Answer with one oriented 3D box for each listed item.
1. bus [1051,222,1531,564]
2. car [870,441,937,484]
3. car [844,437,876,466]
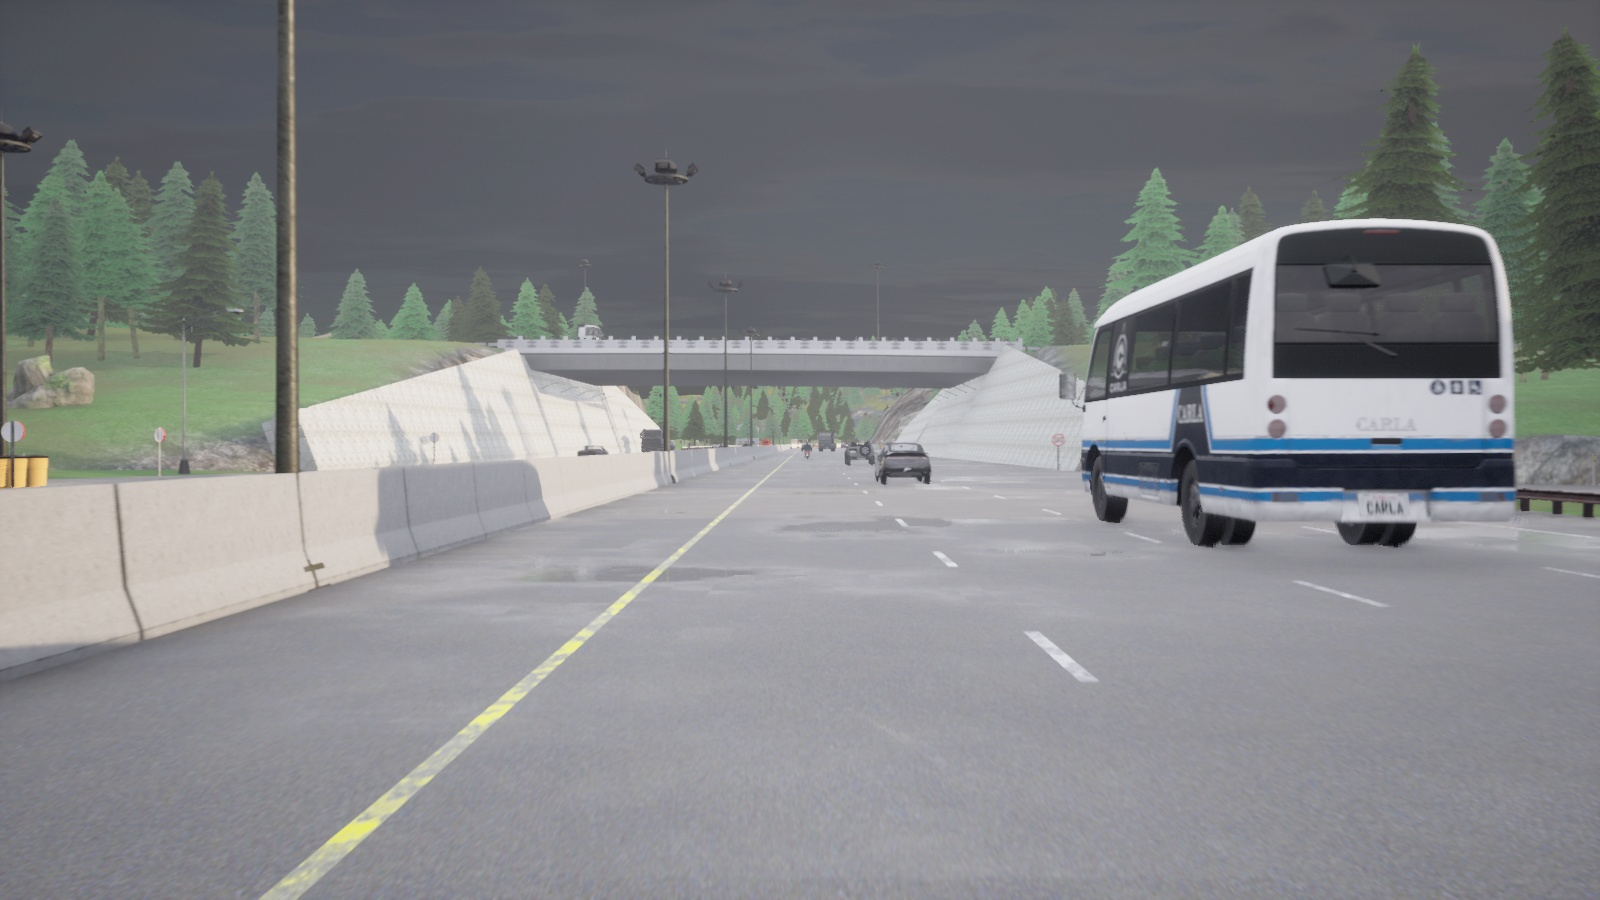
[{"bbox_3d":[7.135,-0.741,20.762,3.944,4.253,10.273,0,0,0],"label":"bus"},{"bbox_3d":[3.781,0.442,46.793,2.128,1.511,4.902,0,0,0],"label":"car"},{"bbox_3d":[3.996,0.090,84.588,1.932,1.855,4.605,0,0,0],"label":"car"}]
